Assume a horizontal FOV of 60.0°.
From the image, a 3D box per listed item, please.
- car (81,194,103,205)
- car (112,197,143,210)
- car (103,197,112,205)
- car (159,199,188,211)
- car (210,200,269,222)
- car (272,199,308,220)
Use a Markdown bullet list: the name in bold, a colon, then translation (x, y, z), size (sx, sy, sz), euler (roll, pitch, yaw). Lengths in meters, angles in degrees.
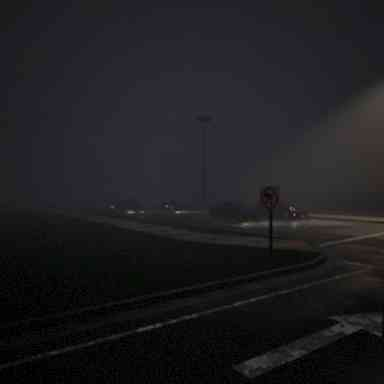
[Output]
- **car**: translation (-17.077, 1.102, 55.557), size (1.837, 1.490, 4.892), euler (0, 0, -36)
- **car**: translation (-8.117, 1.464, 42.931), size (1.882, 1.535, 5.008), euler (0, 0, -36)
- **car**: translation (-14.233, 1.544, 57.598), size (2.033, 1.411, 5.357), euler (0, 0, -36)
- **car**: translation (-2.361, 1.547, 40.943), size (1.994, 1.385, 4.181), euler (0, 0, -36)
- **car**: translation (3.485, 1.464, 26.938), size (1.882, 1.535, 5.008), euler (0, 1, -36)
- **car**: translation (7.298, 1.337, 27.649), size (2.097, 1.767, 4.553), euler (0, 0, -36)
